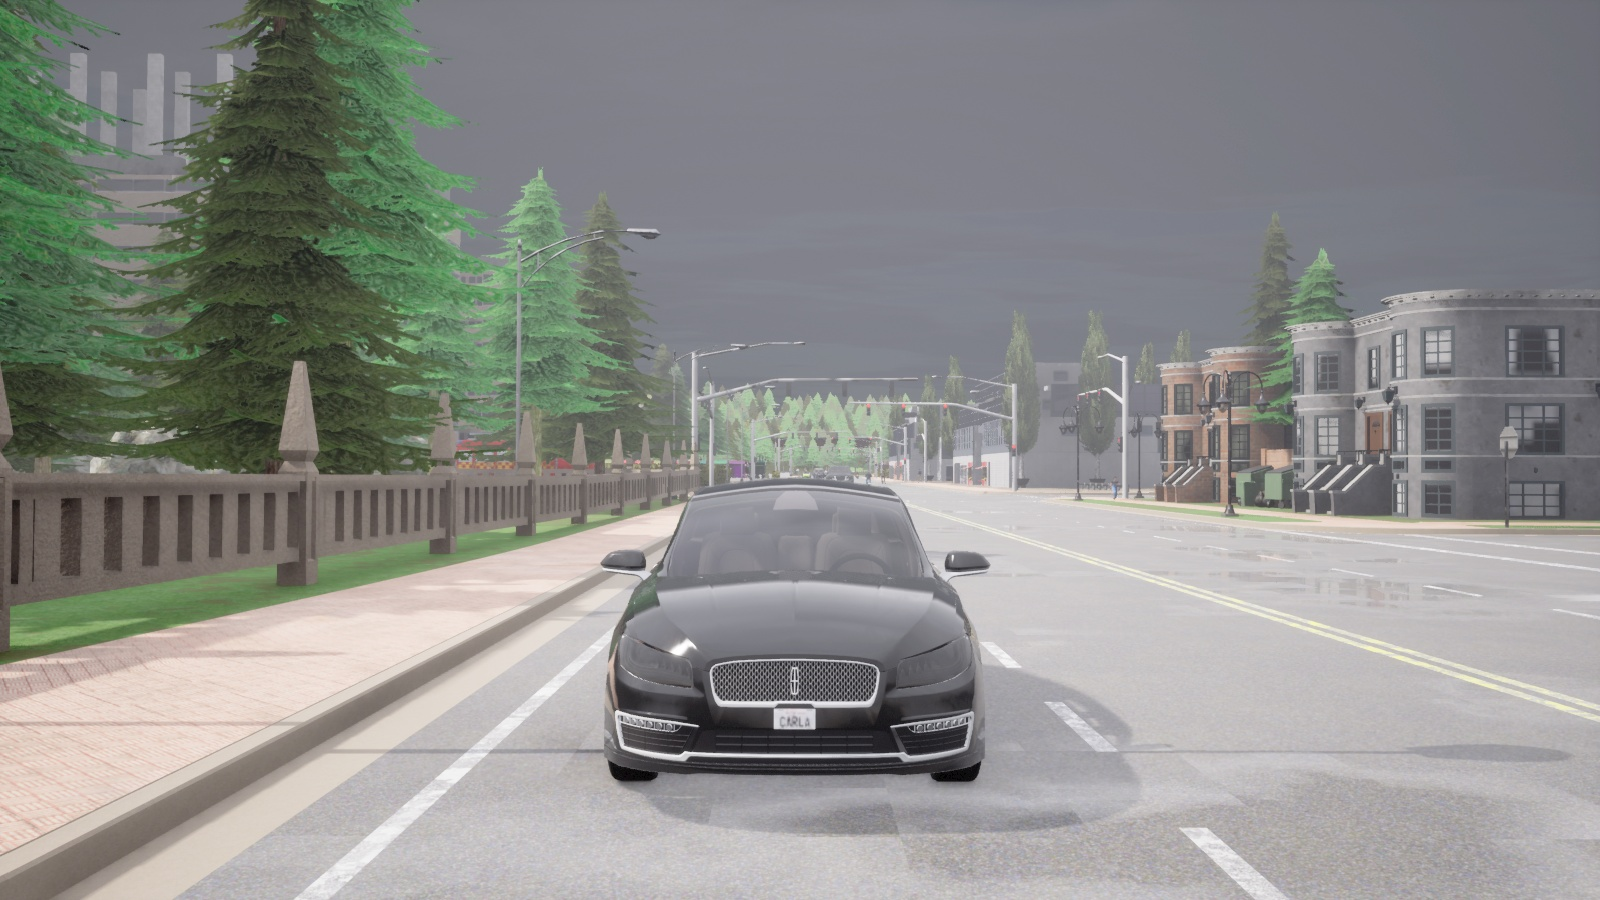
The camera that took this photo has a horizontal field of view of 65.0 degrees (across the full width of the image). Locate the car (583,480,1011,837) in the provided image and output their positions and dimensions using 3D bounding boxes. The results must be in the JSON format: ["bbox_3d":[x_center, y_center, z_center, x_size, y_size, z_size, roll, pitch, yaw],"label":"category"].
[{"bbox_3d":[-0.021,0.951,7.847,1.837,1.490,4.892,0,-1,0],"label":"car"}]

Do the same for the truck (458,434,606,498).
[{"bbox_3d":[-16.340,1.006,77.079,8.468,3.827,2.891,0,-1,0],"label":"truck"}]
